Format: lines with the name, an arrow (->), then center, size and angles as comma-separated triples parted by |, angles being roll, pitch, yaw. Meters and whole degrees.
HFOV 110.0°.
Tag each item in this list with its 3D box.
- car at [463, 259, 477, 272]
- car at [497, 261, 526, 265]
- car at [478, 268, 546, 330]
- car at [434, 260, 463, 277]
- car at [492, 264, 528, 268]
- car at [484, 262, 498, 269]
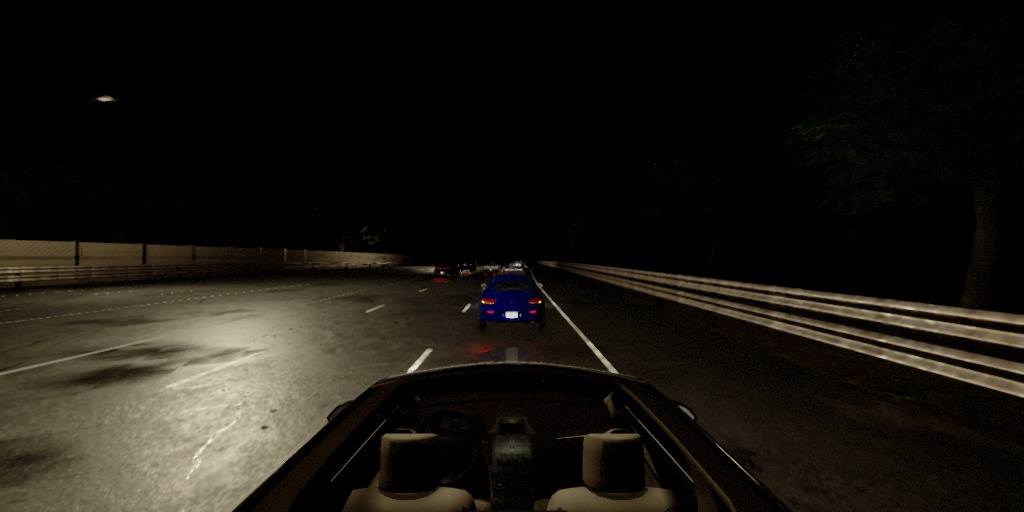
car -> -6.055, 1.232, 48.627 | 2.097, 1.767, 4.553 | 0, -1, 2
car -> 0.252, 1.238, 28.571 | 2.128, 1.511, 4.902 | 0, 0, 2
car -> -0.009, 1.275, 11.052 | 1.812, 1.442, 4.674 | 0, 0, 0
car -> -6.499, 1.316, 36.123 | 1.837, 1.490, 4.892 | 0, 0, 2
car -> 0.043, 1.341, 21.314 | 1.895, 1.301, 4.718 | 0, 0, 1
car -> -2.576, 1.463, 47.683 | 1.895, 1.301, 4.718 | 0, -1, 2
